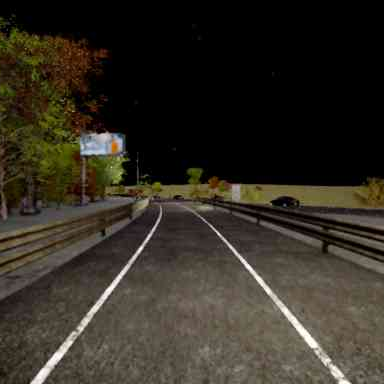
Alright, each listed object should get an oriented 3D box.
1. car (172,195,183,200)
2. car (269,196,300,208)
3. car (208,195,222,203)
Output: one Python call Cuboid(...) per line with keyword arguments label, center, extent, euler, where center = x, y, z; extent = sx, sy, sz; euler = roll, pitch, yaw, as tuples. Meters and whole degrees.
Cuboid(label="car", center=(-3.839, 1.506, 88.584), extent=(1.812, 1.442, 4.674), euler=(0, 0, -20))
Cuboid(label="car", center=(12.245, 1.331, 44.330), extent=(1.882, 1.535, 5.008), euler=(0, 0, -20))
Cuboid(label="car", center=(4.379, 1.426, 65.973), extent=(1.837, 1.490, 4.892), euler=(0, 0, -20))
